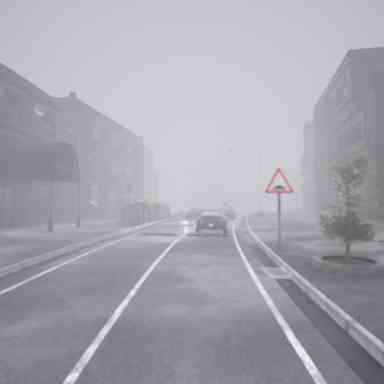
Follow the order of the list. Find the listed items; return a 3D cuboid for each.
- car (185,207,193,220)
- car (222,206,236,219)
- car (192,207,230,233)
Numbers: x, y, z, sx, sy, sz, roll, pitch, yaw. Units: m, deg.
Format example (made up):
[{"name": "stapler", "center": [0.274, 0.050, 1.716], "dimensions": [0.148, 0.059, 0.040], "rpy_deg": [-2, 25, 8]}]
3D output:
[{"name": "car", "center": [0.514, 2.368, 37.396], "dimensions": [1.895, 1.301, 4.718], "rpy_deg": [-1, -2, 11]}, {"name": "car", "center": [4.045, 2.351, 38.841], "dimensions": [1.994, 1.385, 4.181], "rpy_deg": [-1, -2, 11]}, {"name": "car", "center": [1.302, 1.828, 21.116], "dimensions": [1.812, 1.442, 4.674], "rpy_deg": [0, -3, 6]}]
